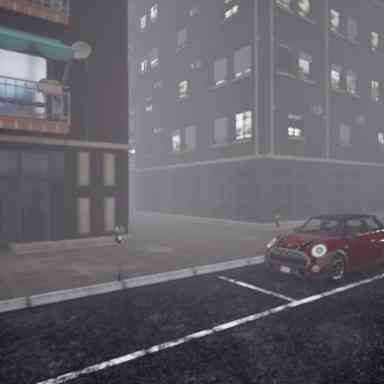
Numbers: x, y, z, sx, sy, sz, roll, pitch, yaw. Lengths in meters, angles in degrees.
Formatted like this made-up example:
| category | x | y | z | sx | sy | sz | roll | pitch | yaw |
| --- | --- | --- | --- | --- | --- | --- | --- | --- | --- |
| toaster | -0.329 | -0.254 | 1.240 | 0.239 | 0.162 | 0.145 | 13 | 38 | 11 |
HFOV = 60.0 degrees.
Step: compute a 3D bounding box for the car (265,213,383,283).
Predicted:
| category | x | y | z | sx | sy | sz | roll | pitch | yaw |
| --- | --- | --- | --- | --- | --- | --- | --- | --- | --- |
| car | 3.927 | 1.368 | 9.361 | 4.097 | 1.590 | 1.967 | -1 | 0 | -36 |
